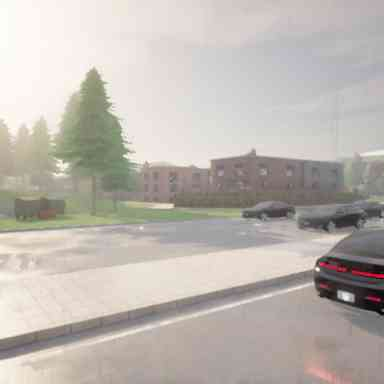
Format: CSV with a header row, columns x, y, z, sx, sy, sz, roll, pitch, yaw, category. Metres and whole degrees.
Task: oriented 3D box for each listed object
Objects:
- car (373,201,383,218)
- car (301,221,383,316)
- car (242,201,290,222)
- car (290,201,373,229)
x,y,z,sx,sy,sz,roll,pitch,yaw,category
14.700,1.523,28.470,4.892,1.490,1.837,0,0,-35,car
4.553,1.500,6.988,4.892,1.490,1.837,0,0,-36,car
6.230,1.465,26.813,5.008,1.535,1.882,0,0,-35,car
8.338,1.466,19.732,5.008,1.535,1.882,0,0,-35,car
